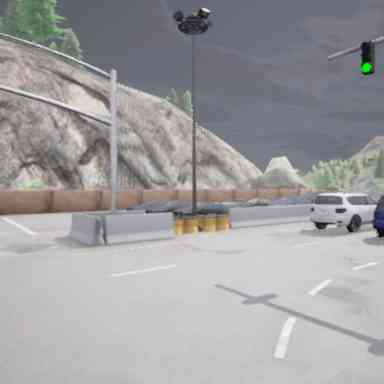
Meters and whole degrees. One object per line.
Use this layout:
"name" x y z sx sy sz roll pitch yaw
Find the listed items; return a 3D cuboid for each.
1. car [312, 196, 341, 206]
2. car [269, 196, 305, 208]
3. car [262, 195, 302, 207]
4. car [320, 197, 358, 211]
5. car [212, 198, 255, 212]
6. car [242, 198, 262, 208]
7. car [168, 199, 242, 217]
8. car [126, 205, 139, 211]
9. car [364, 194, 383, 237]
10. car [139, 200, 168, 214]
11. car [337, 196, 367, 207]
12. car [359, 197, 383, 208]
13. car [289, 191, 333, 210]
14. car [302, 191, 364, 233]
"car" 19.344 1.238 47.836 4.181 1.385 1.994 -1 0 -38
"car" 12.275 1.244 42.727 4.892 1.490 1.837 -1 0 -36
"car" 9.405 1.154 32.079 4.553 1.767 2.097 -1 0 -36
"car" 16.374 1.302 37.053 4.181 1.385 1.994 -1 0 -36
"car" 4.721 1.409 37.336 4.718 1.301 1.895 -1 0 -36
"car" 6.703 1.334 34.451 4.674 1.442 1.812 -1 0 -36
"car" 1.110 1.425 26.257 5.357 1.411 2.033 -1 0 -35
"car" -3.481 1.431 31.562 5.357 1.411 2.033 -1 0 -35
"car" 10.748 1.085 15.716 5.566 2.045 2.150 -1 0 -36
"car" -1.468 1.431 28.718 5.357 1.411 2.033 -1 0 -36
"car" 21.793 1.233 45.310 4.181 1.385 1.994 -1 0 -38
"car" 23.365 1.274 42.110 4.718 1.301 1.895 -1 0 -36
"car" 14.384 0.959 39.932 5.566 2.045 2.150 -1 0 -36
"car" 8.997 1.082 18.767 5.566 2.045 2.150 -1 0 -36
